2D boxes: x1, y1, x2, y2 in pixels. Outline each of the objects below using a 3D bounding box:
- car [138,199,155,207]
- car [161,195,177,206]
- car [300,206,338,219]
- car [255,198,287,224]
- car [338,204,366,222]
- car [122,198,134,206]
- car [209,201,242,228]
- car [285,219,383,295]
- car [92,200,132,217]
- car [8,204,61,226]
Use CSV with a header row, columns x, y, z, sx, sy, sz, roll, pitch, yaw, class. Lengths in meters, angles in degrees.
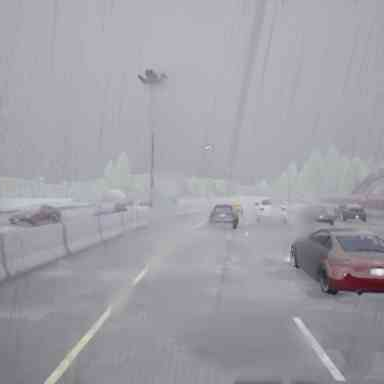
x,y,z,sx,sy,sz,roll,pitch,yaw,class
-8.554,2.050,63.573,2.033,1.411,5.357,0,0,10,car
-4.530,1.720,66.160,2.150,2.045,5.566,0,0,10,car
9.872,1.821,26.516,1.994,1.385,4.181,0,0,10,car
6.439,1.473,27.314,2.150,2.045,5.566,0,0,10,car
13.970,1.804,29.702,1.837,1.490,4.892,0,0,10,car
-12.329,1.972,62.404,1.837,1.490,4.892,0,0,11,car
2.372,1.638,24.090,2.033,1.649,4.856,0,-1,9,car
4.033,1.654,8.932,1.994,1.385,4.181,0,0,4,car
-7.434,1.750,30.489,1.812,1.442,4.674,0,0,10,car
-11.838,1.692,25.460,1.812,1.442,4.674,0,0,9,car
